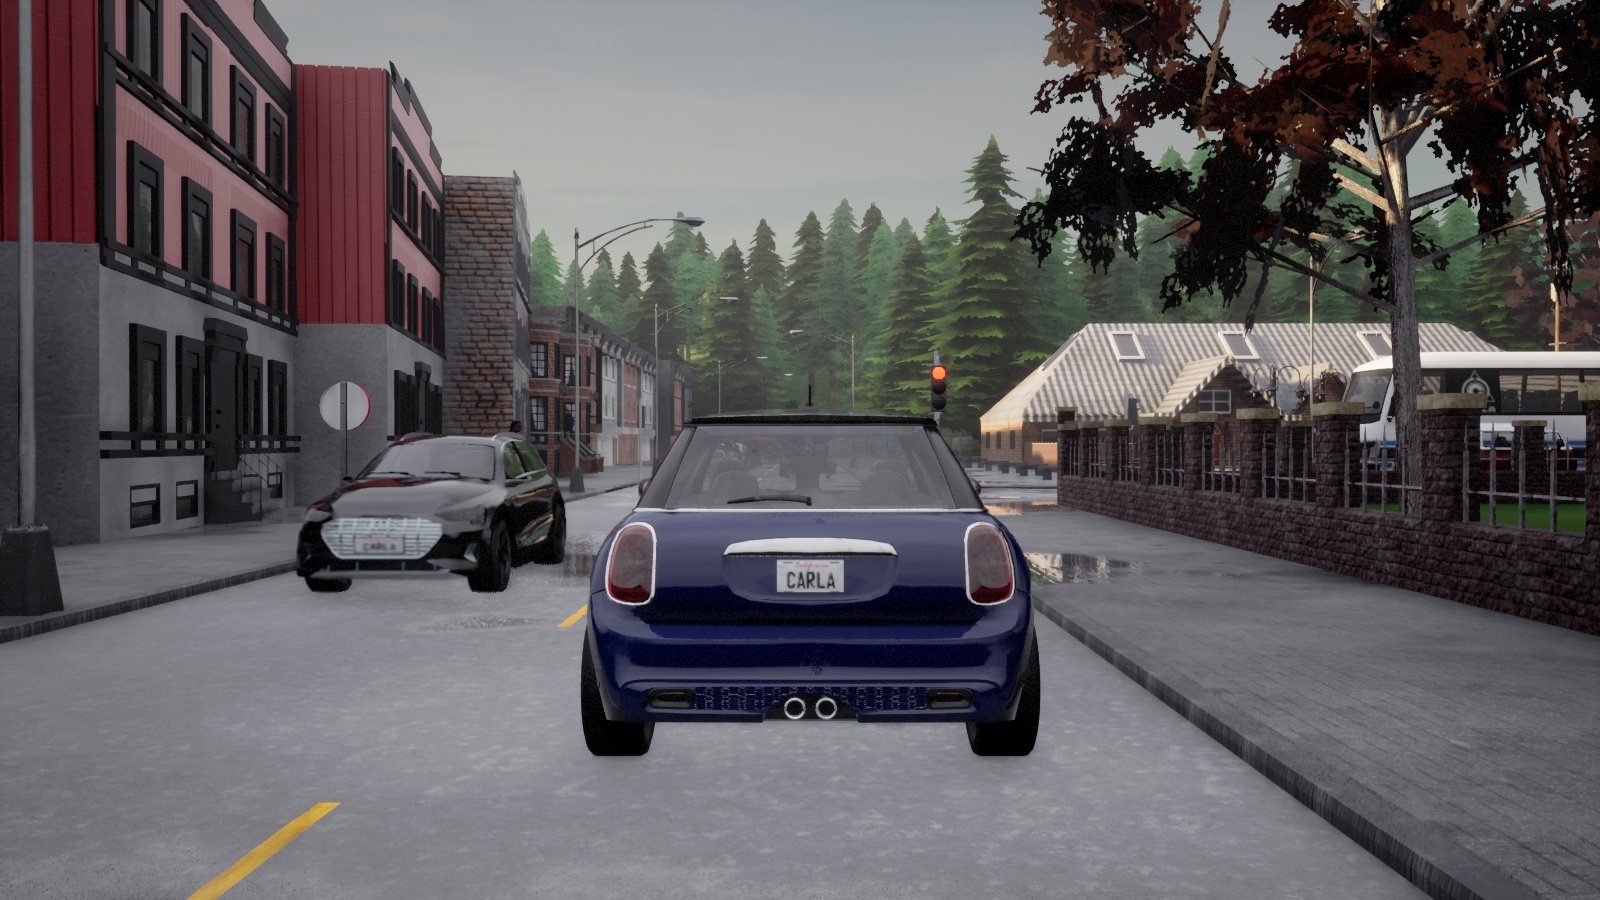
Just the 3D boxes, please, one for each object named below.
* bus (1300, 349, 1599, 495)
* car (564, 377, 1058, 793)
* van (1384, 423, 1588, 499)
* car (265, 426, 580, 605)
[{"bbox_3d":[21.246,-0.830,38.441,10.273,4.253,3.944,0,0,0],"label":"bus"},{"bbox_3d":[0.057,0.562,7.614,2.097,1.767,4.553,0,0,0],"label":"car"},{"bbox_3d":[18.721,0.291,34.419,4.480,2.038,2.069,0,0,-1],"label":"van"},{"bbox_3d":[-3.908,0.594,14.021,2.033,1.649,4.856,0,0,0],"label":"car"}]
